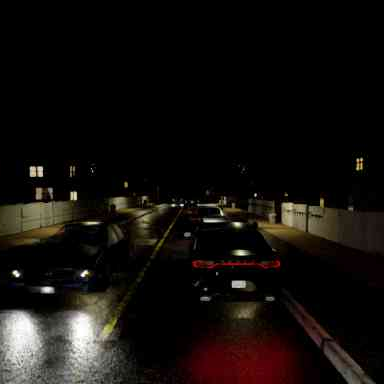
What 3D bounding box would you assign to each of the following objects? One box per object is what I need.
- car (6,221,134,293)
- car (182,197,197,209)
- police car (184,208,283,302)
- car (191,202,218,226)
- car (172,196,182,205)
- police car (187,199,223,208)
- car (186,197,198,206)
[{"bbox_3d":[-2.851,1.547,9.221,2.033,1.411,5.357,0,0,0],"label":"car"},{"bbox_3d":[0.024,1.410,45.790,2.097,1.767,4.553,0,0,0],"label":"car"},{"bbox_3d":[0.824,1.425,8.445,1.930,1.638,5.238,0,0,0],"label":"police car"},{"bbox_3d":[0.822,1.519,24.338,1.837,1.490,4.892,0,0,0],"label":"car"},{"bbox_3d":[-2.756,1.474,64.105,2.097,1.767,4.553,0,0,0],"label":"car"},{"bbox_3d":[0.823,1.432,18.448,1.930,1.638,5.238,0,0,0],"label":"police car"},{"bbox_3d":[-0.005,1.668,59.758,1.994,1.385,4.181,0,0,0],"label":"car"}]
